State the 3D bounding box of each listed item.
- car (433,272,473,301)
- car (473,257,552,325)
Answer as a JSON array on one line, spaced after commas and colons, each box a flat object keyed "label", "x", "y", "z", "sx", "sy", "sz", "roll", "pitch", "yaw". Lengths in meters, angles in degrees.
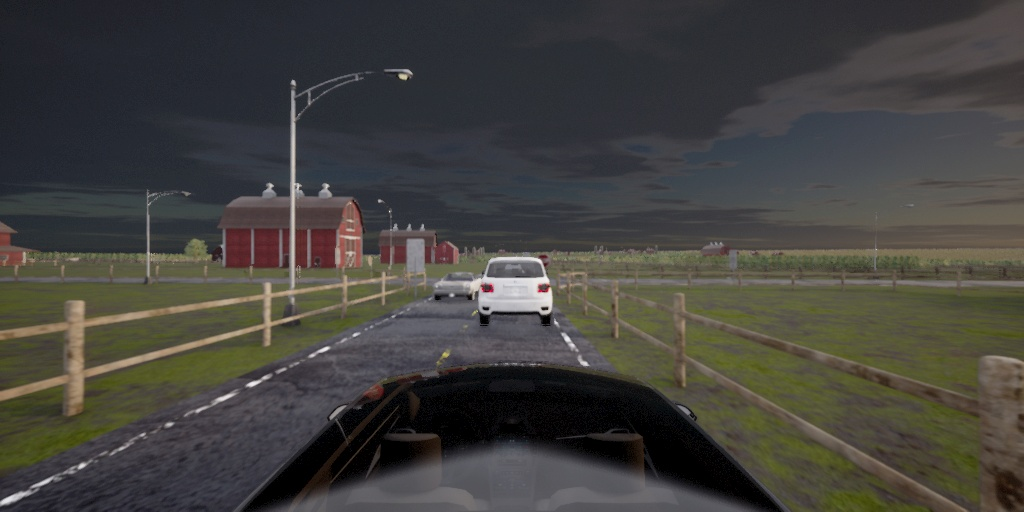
[{"label": "car", "x": -2.760, "y": 1.526, "z": 18.762, "sx": 1.895, "sy": 1.301, "sz": 4.718, "roll": 0, "pitch": -1, "yaw": 0}, {"label": "car", "x": 0.099, "y": 1.079, "z": 12.412, "sx": 2.150, "sy": 2.045, "sz": 5.566, "roll": 0, "pitch": -1, "yaw": 0}]
